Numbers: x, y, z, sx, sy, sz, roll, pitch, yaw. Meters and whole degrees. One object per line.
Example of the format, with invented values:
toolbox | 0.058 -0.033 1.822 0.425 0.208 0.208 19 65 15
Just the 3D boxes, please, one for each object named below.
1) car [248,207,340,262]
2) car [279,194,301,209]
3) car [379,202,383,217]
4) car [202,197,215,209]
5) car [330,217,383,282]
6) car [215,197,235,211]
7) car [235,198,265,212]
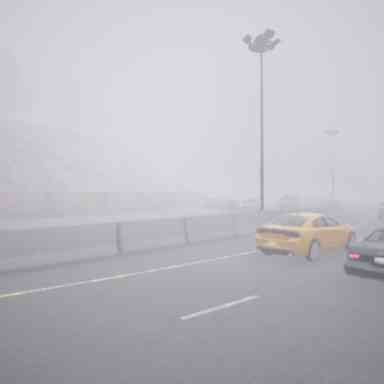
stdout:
car | 4.378 1.512 12.437 5.008 1.535 1.882 0 0 -44
car | 12.578 1.340 42.467 2.150 2.045 5.566 0 0 23
car | 17.673 1.409 29.252 2.097 1.767 4.553 0 0 31
car | 3.095 1.515 47.095 2.097 1.767 4.553 0 0 22
car | 6.022 1.565 9.063 5.357 1.411 2.033 0 0 -43
car | 4.952 1.647 42.669 1.837 1.490 4.892 0 0 25
car | 7.183 1.477 39.430 2.097 1.767 4.553 0 0 27
